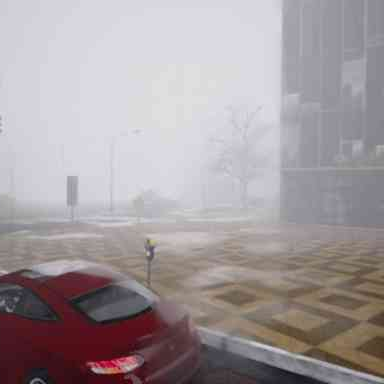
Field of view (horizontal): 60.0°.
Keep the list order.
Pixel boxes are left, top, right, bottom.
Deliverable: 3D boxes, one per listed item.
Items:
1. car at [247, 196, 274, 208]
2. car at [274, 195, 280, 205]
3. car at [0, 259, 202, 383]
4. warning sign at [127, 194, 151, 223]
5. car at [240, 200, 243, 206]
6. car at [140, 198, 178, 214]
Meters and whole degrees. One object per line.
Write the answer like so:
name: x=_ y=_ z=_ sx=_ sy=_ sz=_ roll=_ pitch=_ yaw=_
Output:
car: x=9.507 y=1.438 z=47.024 sx=1.812 sy=1.442 sz=4.674 roll=1 pitch=1 yaw=35
car: x=15.062 y=1.245 z=55.201 sx=2.097 sy=1.767 sz=4.553 roll=1 pitch=1 yaw=34
car: x=-1.840 y=1.575 z=4.335 sx=4.206 sy=1.307 sz=1.802 roll=0 pitch=1 yaw=35
warning sign: x=-3.678 y=1.116 z=23.075 sx=1.300 sy=1.860 sz=1.060 roll=1 pitch=1 yaw=34
car: x=9.239 y=1.384 z=52.035 sx=1.812 sy=1.442 sz=4.674 roll=1 pitch=1 yaw=35
car: x=-3.347 y=1.387 z=33.845 sx=2.128 sy=1.511 sz=4.902 roll=1 pitch=1 yaw=34
